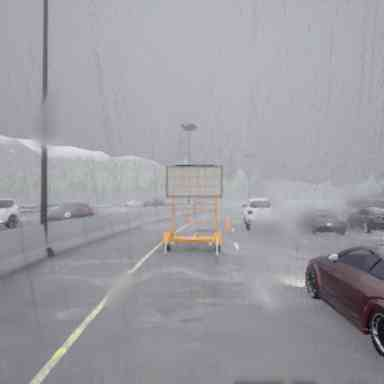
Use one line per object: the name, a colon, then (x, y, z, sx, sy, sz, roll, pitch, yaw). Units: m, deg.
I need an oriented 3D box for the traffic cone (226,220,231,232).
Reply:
traffic cone: (2.305, 2.204, 20.994, 0.340, 0.580, 0.340, 0, -1, 6)

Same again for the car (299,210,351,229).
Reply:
car: (8.068, 1.833, 20.899, 1.994, 1.385, 4.181, 0, -1, 7)

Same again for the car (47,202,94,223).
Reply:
car: (-9.203, 1.606, 25.214, 2.097, 1.767, 4.553, 0, -1, 8)

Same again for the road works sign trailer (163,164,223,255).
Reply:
road works sign trailer: (0.113, 0.628, 14.201, 2.380, 3.560, 2.880, 0, -1, 6)

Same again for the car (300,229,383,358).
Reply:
car: (3.593, 1.647, 6.034, 1.994, 1.385, 4.181, 0, -1, 0)

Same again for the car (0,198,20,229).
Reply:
car: (-13.264, 1.412, 20.973, 2.150, 2.045, 5.566, 0, -1, 6)

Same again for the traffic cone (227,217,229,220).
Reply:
traffic cone: (2.510, 2.227, 22.984, 0.340, 0.580, 0.340, 0, -1, 6)

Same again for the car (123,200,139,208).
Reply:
car: (-10.853, 2.185, 61.410, 1.812, 1.442, 4.674, 0, -1, 20)

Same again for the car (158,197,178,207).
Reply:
car: (-3.836, 2.197, 60.243, 1.812, 1.442, 4.674, 0, -1, 21)

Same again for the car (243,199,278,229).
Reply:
car: (4.936, 1.516, 24.143, 2.150, 2.045, 5.566, 0, -1, 8)

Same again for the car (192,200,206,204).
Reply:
car: (1.396, 2.296, 63.873, 1.994, 1.385, 4.181, 0, -1, 23)

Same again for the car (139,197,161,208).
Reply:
car: (-7.024, 1.897, 61.788, 2.150, 2.045, 5.566, 0, 0, 21)

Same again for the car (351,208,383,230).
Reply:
car: (11.670, 1.795, 21.580, 1.837, 1.490, 4.892, 0, -1, 7)
